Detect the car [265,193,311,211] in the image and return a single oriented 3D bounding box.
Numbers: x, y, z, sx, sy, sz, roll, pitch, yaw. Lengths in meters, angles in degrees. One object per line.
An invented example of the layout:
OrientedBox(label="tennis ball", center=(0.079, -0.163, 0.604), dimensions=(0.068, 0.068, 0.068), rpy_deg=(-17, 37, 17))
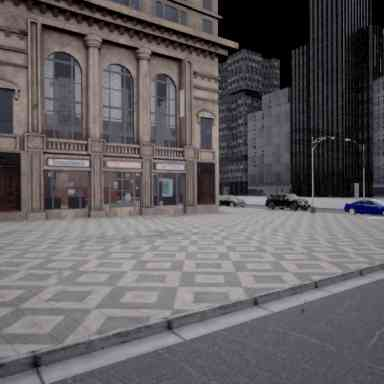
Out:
OrientedBox(label="car", center=(11.110, 1.142, 38.938), dimensions=(2.150, 2.045, 5.566), rpy_deg=(-1, 0, -34))

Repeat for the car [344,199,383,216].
OrientedBox(label="car", center=(16.680, 1.426, 30.701), dimensions=(1.882, 1.535, 5.008), rpy_deg=(-1, 1, -35))

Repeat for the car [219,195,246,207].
OrientedBox(label="car", center=(5.539, 1.244, 47.203), dimensions=(2.097, 1.767, 4.553), rpy_deg=(-1, 0, -34))
